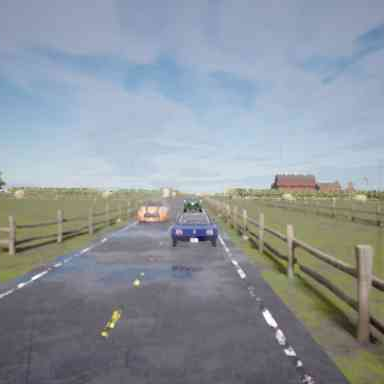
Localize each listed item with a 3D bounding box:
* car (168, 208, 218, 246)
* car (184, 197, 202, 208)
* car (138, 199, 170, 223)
[{"bbox_3d":[0.095,1.615,15.276,1.895,1.301,4.718,0,0,0],"label":"car"},{"bbox_3d":[0.088,1.393,39.680,2.097,1.767,4.553,0,0,0],"label":"car"},{"bbox_3d":[-2.850,1.377,25.788,2.097,1.767,4.553,0,0,0],"label":"car"}]
